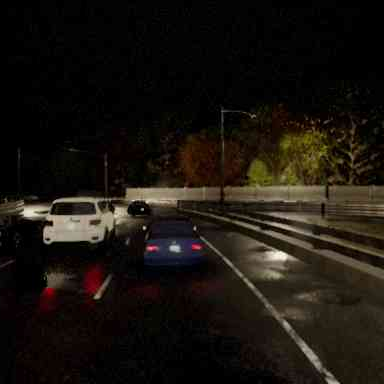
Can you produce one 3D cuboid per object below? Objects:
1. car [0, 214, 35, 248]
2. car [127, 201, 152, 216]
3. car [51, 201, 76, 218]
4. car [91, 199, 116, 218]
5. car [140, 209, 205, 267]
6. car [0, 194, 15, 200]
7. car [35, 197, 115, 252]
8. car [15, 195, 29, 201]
[{"bbox_3d":[-8.183,1.629,14.699,1.895,1.301,4.718,0,0,-8],"label":"car"},{"bbox_3d":[-5.211,1.590,32.815,1.994,1.385,4.181,0,0,-18],"label":"car"},{"bbox_3d":[-12.136,1.609,31.557,1.994,1.385,4.181,0,0,-18],"label":"car"},{"bbox_3d":[-8.504,1.526,31.703,2.128,1.511,4.902,0,0,-17],"label":"car"},{"bbox_3d":[-0.720,1.554,11.422,2.033,1.411,5.357,0,0,-6],"label":"car"},{"bbox_3d":[-46.488,1.370,81.913,4.553,1.767,2.097,0,0,37],"label":"car"},{"bbox_3d":[-4.611,1.242,14.313,2.150,2.045,5.566,0,0,-8],"label":"car"},{"bbox_3d":[-44.313,1.534,84.655,4.902,1.511,2.128,0,0,37],"label":"car"}]
